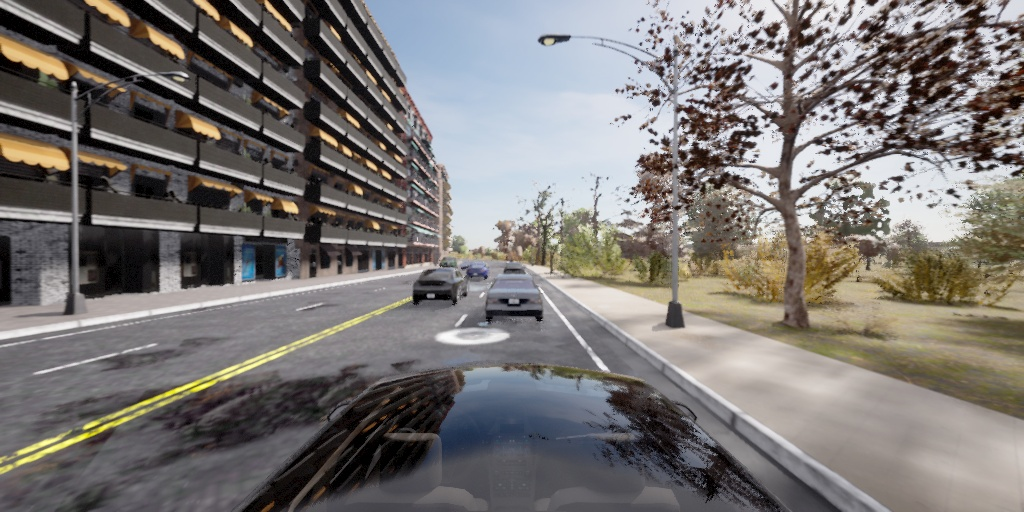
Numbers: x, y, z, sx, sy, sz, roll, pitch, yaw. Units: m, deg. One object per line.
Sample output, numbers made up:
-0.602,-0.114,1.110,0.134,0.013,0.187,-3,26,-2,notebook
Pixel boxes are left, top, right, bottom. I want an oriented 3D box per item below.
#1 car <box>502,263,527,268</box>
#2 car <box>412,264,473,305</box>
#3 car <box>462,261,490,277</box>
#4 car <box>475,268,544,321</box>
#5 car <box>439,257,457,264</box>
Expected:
0.196,1.327,31.388,1.837,1.490,4.892,0,0,1,car
-3.121,1.289,16.331,1.837,1.490,4.892,0,0,1,car
-3.046,1.348,32.295,1.812,1.442,4.674,0,0,1,car
0.088,1.322,12.579,2.033,1.411,5.357,0,0,1,car
-9.750,1.105,55.255,2.150,2.045,5.566,0,0,0,car
